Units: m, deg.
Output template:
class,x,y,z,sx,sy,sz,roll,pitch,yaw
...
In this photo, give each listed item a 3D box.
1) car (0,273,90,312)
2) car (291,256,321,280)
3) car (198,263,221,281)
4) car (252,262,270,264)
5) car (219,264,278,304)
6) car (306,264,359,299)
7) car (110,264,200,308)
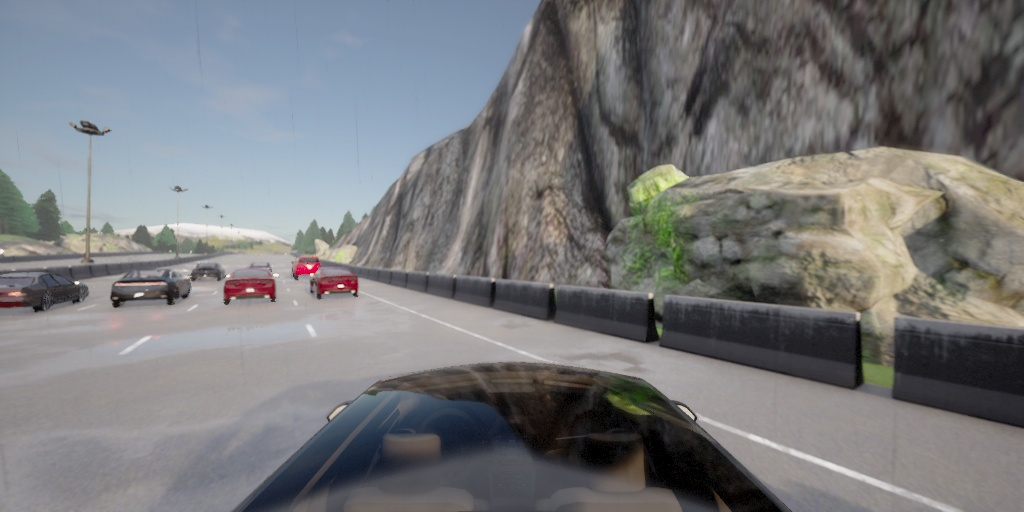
class,x,y,z,sx,sy,sz,roll,pitch,yaw
car,-18.574,1.347,13.769,2.033,1.411,5.357,0,0,-34
car,-18.811,1.053,32.883,2.150,2.045,5.566,0,0,-34
car,-25.353,1.290,30.060,1.837,1.490,4.892,0,0,-34
car,-22.557,1.296,32.173,2.128,1.511,4.902,0,0,-34
car,-12.464,1.315,17.226,1.882,1.535,5.008,0,0,-34
car,-9.586,1.335,19.220,1.882,1.535,5.008,0,-1,-34
car,-15.790,1.311,15.891,2.128,1.511,4.902,0,0,-34
